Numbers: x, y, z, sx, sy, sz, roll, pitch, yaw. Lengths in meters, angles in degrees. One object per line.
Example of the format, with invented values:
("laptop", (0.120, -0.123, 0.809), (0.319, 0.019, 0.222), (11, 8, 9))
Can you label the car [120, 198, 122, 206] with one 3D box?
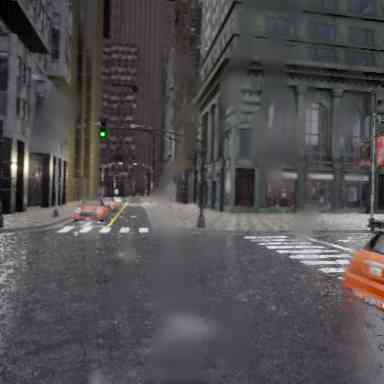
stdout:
("car", (-12.976, 1.566, 56.965), (1.812, 1.442, 4.674), (2, 0, -9))

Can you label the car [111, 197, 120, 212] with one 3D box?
("car", (-10.060, 1.367, 39.479), (2.097, 1.767, 4.553), (2, 0, -9))

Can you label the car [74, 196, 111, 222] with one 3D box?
("car", (-7.771, 1.339, 25.933), (2.097, 1.767, 4.553), (2, 0, -10))

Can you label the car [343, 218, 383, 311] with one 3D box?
("car", (5.488, 1.481, 6.506), (4.553, 1.767, 2.097), (0, 0, -9))
